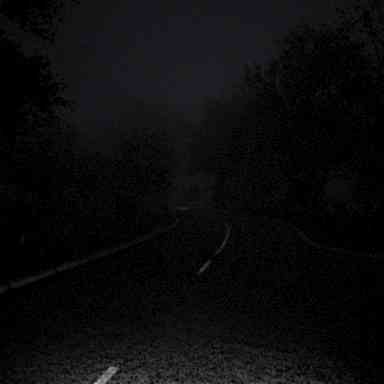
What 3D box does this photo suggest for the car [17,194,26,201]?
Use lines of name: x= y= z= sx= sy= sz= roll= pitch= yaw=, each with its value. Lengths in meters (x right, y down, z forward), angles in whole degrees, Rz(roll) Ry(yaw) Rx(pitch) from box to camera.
car: x=-40.994 y=1.309 z=79.479 sx=1.812 sy=1.442 sz=4.674 roll=2 pitch=-1 yaw=-26

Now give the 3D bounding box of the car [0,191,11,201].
car: x=-43.489 y=0.921 z=77.191 sx=2.150 sy=2.045 sz=5.566 roll=2 pitch=-1 yaw=-27

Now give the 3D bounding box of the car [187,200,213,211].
car: x=1.089 y=1.876 z=47.993 sx=1.882 sy=1.535 sz=5.008 roll=2 pitch=0 yaw=-30
